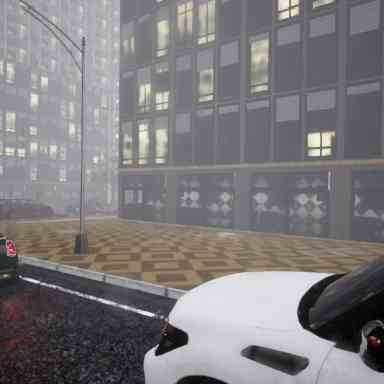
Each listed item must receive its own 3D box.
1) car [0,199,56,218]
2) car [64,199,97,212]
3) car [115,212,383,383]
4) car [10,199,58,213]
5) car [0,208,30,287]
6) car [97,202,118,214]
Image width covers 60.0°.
[{"bbox_3d":[-15.199,1.518,30.221,2.192,1.841,5.009,1,0,36],"label":"car"},{"bbox_3d":[-13.721,1.707,41.990,1.837,1.490,4.892,1,0,36],"label":"car"},{"bbox_3d":[2.232,1.222,2.091,5.566,2.045,2.150,0,0,36],"label":"car"},{"bbox_3d":[-18.712,1.641,39.590,1.752,1.417,4.829,1,0,36],"label":"car"},{"bbox_3d":[-6.237,1.348,8.106,4.553,1.767,2.097,0,0,35],"label":"car"},{"bbox_3d":[-8.417,1.829,39.444,1.752,1.417,4.829,1,0,36],"label":"car"}]
